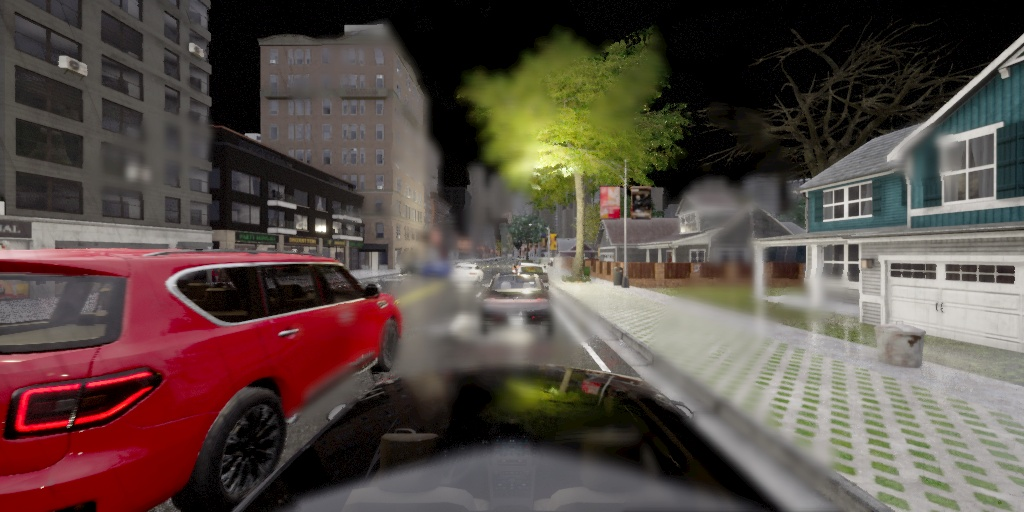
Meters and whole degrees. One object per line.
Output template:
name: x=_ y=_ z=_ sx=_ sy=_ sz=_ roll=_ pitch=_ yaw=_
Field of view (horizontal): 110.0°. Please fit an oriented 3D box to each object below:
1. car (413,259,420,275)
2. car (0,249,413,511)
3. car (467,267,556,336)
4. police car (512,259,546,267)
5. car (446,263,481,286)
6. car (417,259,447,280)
car: x=-9.697 y=1.078 z=36.701 sx=2.097 sy=1.767 sz=4.553 roll=0 pitch=0 yaw=0
car: x=-3.139 y=0.970 z=4.437 sx=2.150 sy=2.045 sz=5.566 roll=0 pitch=0 yaw=0
car: x=0.137 y=1.239 z=10.402 sx=2.128 sy=1.511 sz=4.902 roll=0 pitch=0 yaw=0
police car: x=1.057 y=1.166 z=20.651 sx=1.930 sy=1.638 sz=5.238 roll=0 pitch=0 yaw=0
car: x=-3.050 y=1.262 z=24.795 sx=1.812 sy=1.442 sz=4.674 roll=0 pitch=0 yaw=0
car: x=-6.471 y=1.209 z=31.391 sx=1.882 sy=1.535 sz=5.008 roll=0 pitch=0 yaw=0
